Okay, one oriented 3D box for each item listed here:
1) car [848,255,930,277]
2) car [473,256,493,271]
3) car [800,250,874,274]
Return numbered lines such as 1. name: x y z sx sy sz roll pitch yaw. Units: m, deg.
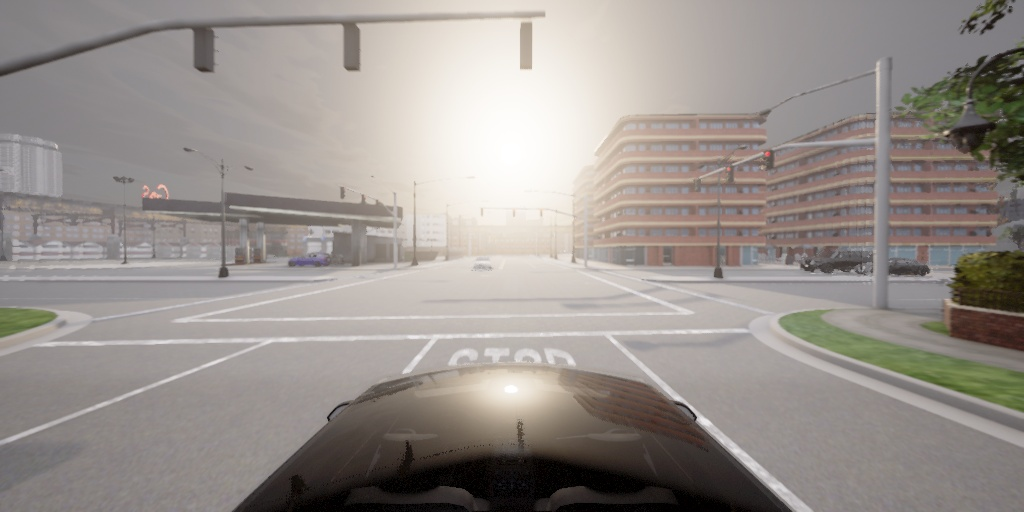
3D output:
1. car: 29.544 0.871 27.915 4.674 1.442 1.812 0 1 1
2. car: -2.999 0.782 37.367 1.812 1.442 4.674 0 2 0
3. car: 28.597 0.512 31.418 5.566 2.045 2.150 0 1 1
